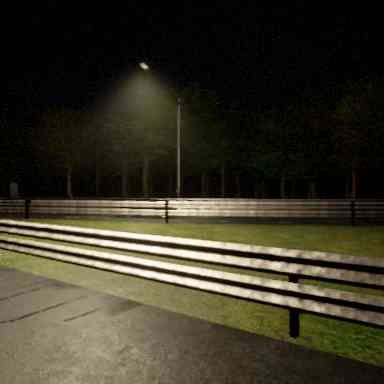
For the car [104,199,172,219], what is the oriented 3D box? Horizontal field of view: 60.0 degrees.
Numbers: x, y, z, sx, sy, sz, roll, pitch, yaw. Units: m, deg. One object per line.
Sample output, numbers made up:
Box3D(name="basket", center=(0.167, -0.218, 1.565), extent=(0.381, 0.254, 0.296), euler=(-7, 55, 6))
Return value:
Box3D(name="car", center=(-4.125, 1.225, 25.208), extent=(5.357, 1.411, 2.033), euler=(0, 0, 18))
